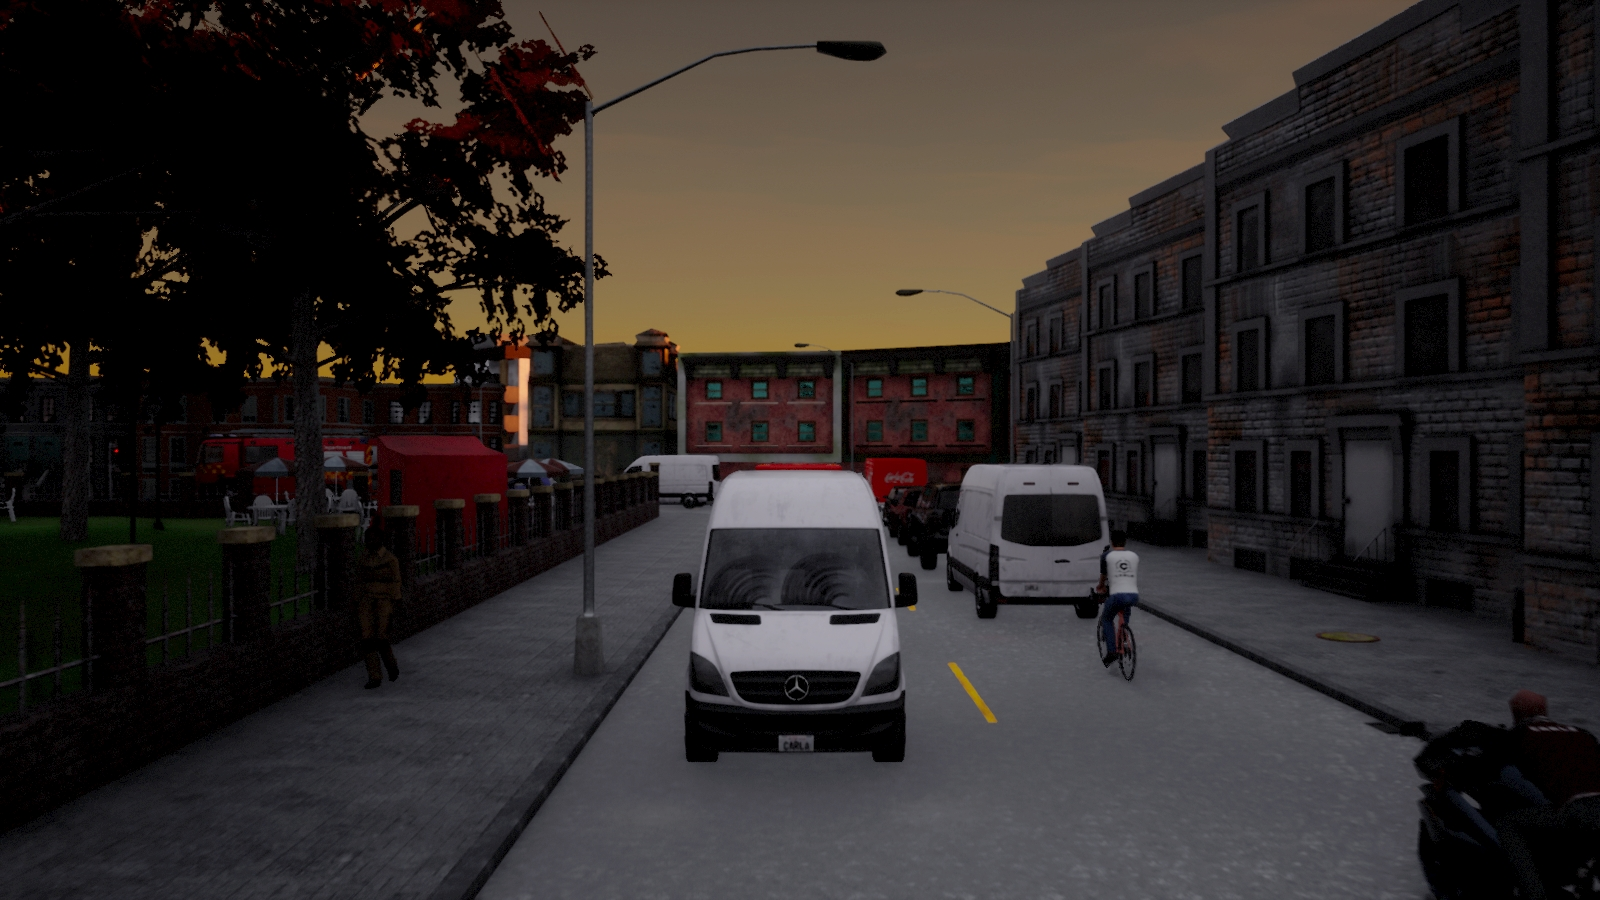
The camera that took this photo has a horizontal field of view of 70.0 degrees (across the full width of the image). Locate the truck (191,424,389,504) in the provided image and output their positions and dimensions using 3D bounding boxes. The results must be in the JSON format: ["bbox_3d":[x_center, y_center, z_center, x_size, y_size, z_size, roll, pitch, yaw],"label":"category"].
[{"bbox_3d":[-24.995,0.669,56.296,8.468,3.827,2.891,0,0,-1],"label":"truck"}]

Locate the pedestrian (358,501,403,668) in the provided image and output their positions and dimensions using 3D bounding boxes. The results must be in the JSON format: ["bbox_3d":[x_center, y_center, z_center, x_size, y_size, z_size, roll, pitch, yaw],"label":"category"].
[{"bbox_3d":[-4.802,1.525,13.080,0.375,1.860,0.375,0,0,2],"label":"pedestrian"}]

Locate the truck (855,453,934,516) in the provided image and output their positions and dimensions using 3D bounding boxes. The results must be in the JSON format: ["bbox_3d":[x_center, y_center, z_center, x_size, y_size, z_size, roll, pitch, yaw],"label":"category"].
[{"bbox_3d":[3.813,1.348,47.222,2.627,2.467,5.204,0,0,-2],"label":"truck"}]

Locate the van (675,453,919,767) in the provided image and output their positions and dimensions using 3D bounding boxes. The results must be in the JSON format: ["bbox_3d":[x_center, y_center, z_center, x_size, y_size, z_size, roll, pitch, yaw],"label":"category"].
[{"bbox_3d":[-0.043,1.314,12.301,1.988,2.561,5.915,0,0,0],"label":"van"}]

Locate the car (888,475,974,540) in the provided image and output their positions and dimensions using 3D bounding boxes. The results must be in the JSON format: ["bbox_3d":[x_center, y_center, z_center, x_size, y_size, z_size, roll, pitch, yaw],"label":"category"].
[{"bbox_3d":[3.940,1.685,35.055,2.097,1.767,4.553,0,0,0],"label":"car"}]

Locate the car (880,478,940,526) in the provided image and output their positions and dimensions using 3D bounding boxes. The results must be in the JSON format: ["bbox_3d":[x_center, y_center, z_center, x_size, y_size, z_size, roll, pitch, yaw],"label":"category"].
[{"bbox_3d":[3.886,1.805,40.853,1.789,1.549,3.705,0,0,0],"label":"car"}]

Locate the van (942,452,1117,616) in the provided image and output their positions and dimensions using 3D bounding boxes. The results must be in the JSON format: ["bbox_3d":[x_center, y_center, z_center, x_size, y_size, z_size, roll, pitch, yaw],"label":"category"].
[{"bbox_3d":[3.956,1.314,20.837,1.988,2.561,5.915,0,0,0],"label":"van"}]

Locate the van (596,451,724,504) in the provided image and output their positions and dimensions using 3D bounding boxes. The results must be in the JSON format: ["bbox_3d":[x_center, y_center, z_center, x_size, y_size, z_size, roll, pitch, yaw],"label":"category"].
[{"bbox_3d":[-6.845,1.314,56.187,5.915,2.561,1.988,0,0,10],"label":"van"}]

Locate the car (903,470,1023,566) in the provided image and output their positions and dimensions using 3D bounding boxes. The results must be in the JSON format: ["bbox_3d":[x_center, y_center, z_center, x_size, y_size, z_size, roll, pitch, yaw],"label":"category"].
[{"bbox_3d":[3.895,1.559,28.260,2.150,2.045,5.566,0,0,0],"label":"car"}]

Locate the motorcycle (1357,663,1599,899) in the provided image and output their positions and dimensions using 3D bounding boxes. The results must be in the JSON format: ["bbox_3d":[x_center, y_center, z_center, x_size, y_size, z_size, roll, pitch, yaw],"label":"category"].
[{"bbox_3d":[3.987,1.985,6.180,0.867,1.251,2.209,0,0,0],"label":"motorcycle"}]
